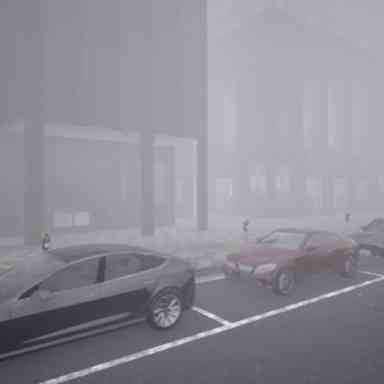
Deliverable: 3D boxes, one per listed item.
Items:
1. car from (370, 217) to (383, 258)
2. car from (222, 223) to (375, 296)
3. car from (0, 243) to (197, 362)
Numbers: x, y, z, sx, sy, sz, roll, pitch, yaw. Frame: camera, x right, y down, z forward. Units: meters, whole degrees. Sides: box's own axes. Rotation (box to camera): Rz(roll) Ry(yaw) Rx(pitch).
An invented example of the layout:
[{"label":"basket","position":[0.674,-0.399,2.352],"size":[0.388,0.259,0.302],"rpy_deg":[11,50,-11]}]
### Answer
[{"label":"car","position":[7.273,1.550,11.836],"size":[4.313,1.339,1.947],"rpy_deg":[0,0,-35]},{"label":"car","position":[2.684,1.572,8.563],"size":[4.206,1.307,1.802],"rpy_deg":[0,0,-35]},{"label":"car","position":[-1.906,1.564,5.290],"size":[4.313,1.339,1.947],"rpy_deg":[0,0,-35]}]
